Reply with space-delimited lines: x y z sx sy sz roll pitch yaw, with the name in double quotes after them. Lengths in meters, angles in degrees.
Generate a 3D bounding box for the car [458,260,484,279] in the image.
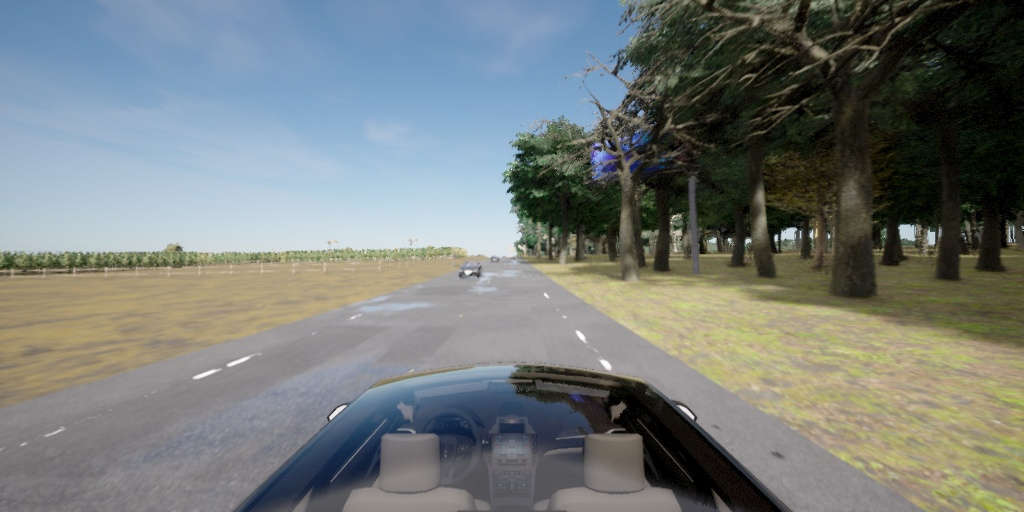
-3.572 1.152 31.648 2.128 1.511 4.902 0 1 0 "car"
